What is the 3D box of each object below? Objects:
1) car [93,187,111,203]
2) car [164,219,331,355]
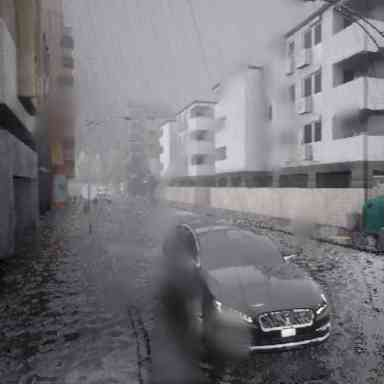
[{"bbox_3d":[-12.253,0.366,45.193,2.150,2.045,5.566,-1,1,-19],"label":"car"},{"bbox_3d":[0.628,1.381,6.489,1.837,1.490,4.892,-1,3,-14],"label":"car"}]
